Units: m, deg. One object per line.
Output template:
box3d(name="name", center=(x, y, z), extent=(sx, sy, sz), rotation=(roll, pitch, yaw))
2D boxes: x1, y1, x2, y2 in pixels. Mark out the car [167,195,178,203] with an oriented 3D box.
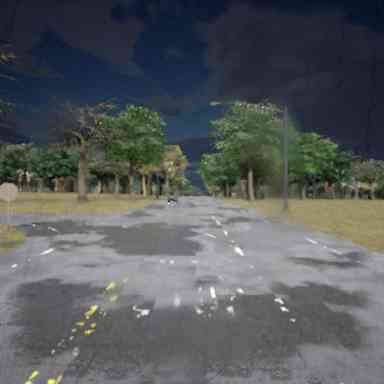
box3d(name="car", center=(-3.549, 1.270, 61.209), extent=(2.033, 1.411, 5.357), rotation=(0, 0, 0))
